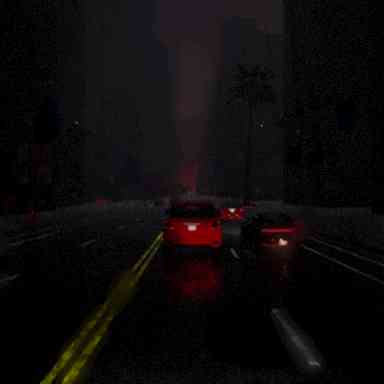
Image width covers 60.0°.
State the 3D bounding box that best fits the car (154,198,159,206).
[{"bbox_3d":[-6.473,2.029,66.441,1.837,1.490,4.892,0,0,0],"label":"car"}]

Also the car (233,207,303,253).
[{"bbox_3d":[3.260,1.615,14.292,2.128,1.511,4.902,0,0,0],"label":"car"}]

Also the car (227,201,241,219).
[{"bbox_3d":[3.265,1.594,29.065,2.097,1.767,4.553,0,-1,0],"label":"car"}]

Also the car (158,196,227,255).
[{"bbox_3d":[0.008,1.337,14.011,2.150,2.045,5.566,0,0,0],"label":"car"}]

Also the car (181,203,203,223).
[{"bbox_3d":[0.018,1.773,29.381,1.812,1.442,4.674,0,0,0],"label":"car"}]

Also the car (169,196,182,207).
[{"bbox_3d":[-3.224,1.754,66.215,2.150,2.045,5.566,0,0,0],"label":"car"}]

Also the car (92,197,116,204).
[{"bbox_3d":[-23.800,2.543,90.070,4.829,1.417,1.752,-1,1,0],"label":"car"}]
